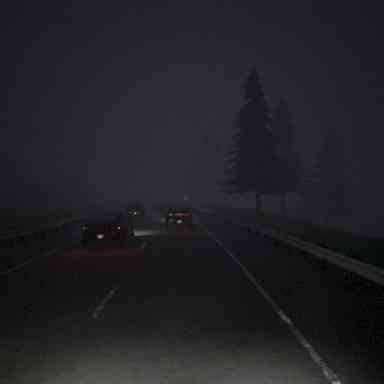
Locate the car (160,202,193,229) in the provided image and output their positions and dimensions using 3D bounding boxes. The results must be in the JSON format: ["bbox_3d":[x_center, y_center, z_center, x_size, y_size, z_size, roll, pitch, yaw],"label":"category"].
[{"bbox_3d":[-0.994,1.684,23.447,2.128,1.511,4.902,0,-1,-5],"label":"car"}]

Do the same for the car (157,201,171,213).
[{"bbox_3d":[-3.290,1.819,41.541,1.882,1.535,5.008,0,-1,-9],"label":"car"}]

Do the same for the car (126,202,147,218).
[{"bbox_3d":[-5.679,1.784,33.863,1.837,1.490,4.892,0,0,-7],"label":"car"}]

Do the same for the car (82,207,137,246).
[{"bbox_3d":[-3.934,1.659,16.032,1.812,1.442,4.674,0,0,-3],"label":"car"}]
